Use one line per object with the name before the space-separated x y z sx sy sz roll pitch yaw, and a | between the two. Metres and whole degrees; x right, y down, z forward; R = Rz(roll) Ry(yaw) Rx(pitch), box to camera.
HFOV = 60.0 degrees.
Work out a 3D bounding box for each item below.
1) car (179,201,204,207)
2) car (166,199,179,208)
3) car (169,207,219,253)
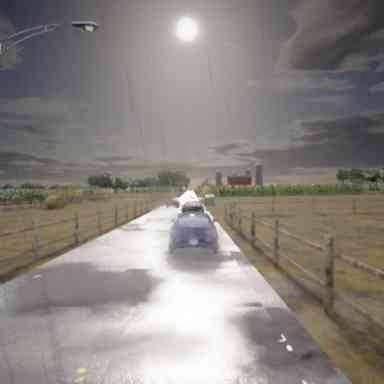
car | 0.072 1.515 29.247 1.882 1.535 5.008 0 0 0
car | -2.837 1.648 49.383 1.895 1.301 4.718 0 0 0
car | 0.073 1.541 13.616 1.812 1.442 4.674 0 0 0
